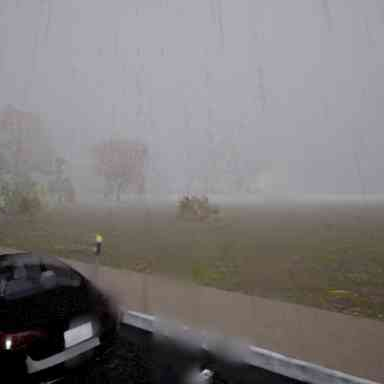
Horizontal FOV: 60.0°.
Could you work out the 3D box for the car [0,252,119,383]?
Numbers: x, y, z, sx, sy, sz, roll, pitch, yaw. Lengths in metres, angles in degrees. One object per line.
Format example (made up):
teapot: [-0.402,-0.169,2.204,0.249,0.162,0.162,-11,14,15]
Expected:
car: [-2.906,1.563,4.783,4.313,1.339,1.947,0,1,36]
